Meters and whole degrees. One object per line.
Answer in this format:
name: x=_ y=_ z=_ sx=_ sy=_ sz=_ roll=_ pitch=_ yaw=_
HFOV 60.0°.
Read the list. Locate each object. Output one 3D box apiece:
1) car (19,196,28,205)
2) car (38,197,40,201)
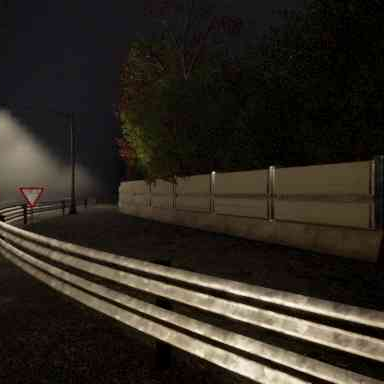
car: x=-29.406 y=1.496 z=59.391 sx=1.837 sy=1.490 sz=4.892 roll=1 pitch=0 yaw=-15
car: x=-40.015 y=1.476 z=85.038 sx=1.882 sy=1.535 sz=5.008 roll=0 pitch=0 yaw=-31
